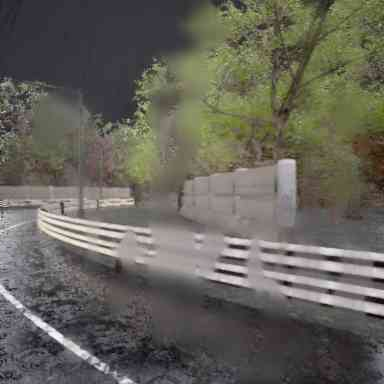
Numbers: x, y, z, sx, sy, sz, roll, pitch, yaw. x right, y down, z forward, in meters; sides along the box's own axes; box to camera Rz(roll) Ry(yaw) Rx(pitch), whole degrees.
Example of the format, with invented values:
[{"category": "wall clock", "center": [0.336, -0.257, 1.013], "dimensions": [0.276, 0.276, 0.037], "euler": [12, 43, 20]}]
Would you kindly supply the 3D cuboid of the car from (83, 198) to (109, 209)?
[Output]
[{"category": "car", "center": [-13.219, 1.566, 46.105], "dimensions": [2.128, 1.511, 4.902], "euler": [0, 0, 14]}]
